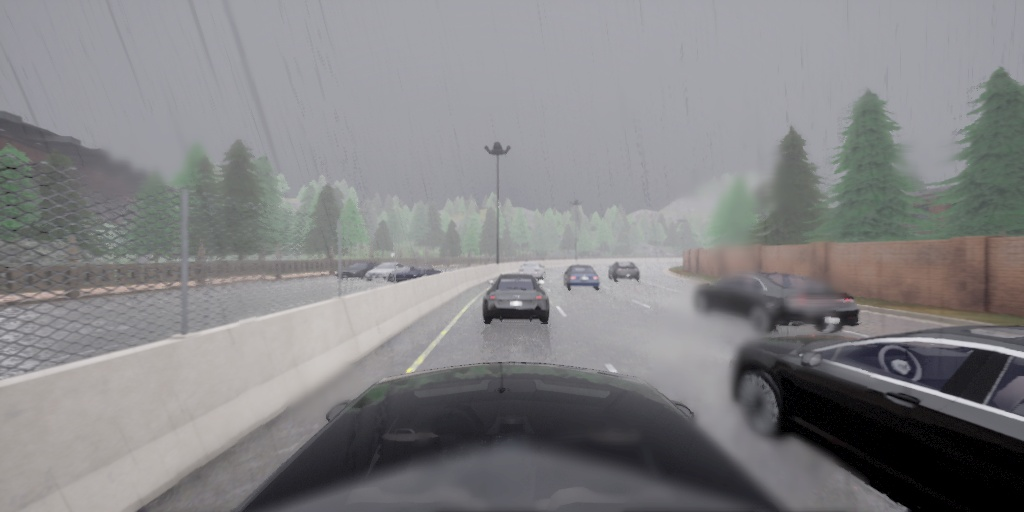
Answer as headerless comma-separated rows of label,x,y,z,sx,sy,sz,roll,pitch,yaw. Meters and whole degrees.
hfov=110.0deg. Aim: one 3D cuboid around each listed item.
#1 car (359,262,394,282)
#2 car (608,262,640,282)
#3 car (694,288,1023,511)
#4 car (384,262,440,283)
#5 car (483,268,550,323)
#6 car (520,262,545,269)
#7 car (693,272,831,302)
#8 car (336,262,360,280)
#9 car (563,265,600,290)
car,-9.377,1.193,27.510,1.812,1.442,4.674,0,0,9
car,8.513,1.159,27.454,2.128,1.511,4.902,0,0,9
car,3.599,1.239,2.461,2.128,1.511,4.902,0,0,0
car,-6.378,1.279,23.997,1.895,1.301,4.718,0,0,6
car,0.148,1.281,11.930,1.994,1.385,4.181,0,0,1
car,1.597,1.190,28.503,1.812,1.442,4.674,0,0,9
car,7.116,1.214,10.366,2.128,1.511,4.902,0,0,1
car,-12.491,1.206,30.439,2.033,1.411,5.357,0,0,9
car,4.150,1.233,21.765,2.033,1.411,5.357,0,0,6
